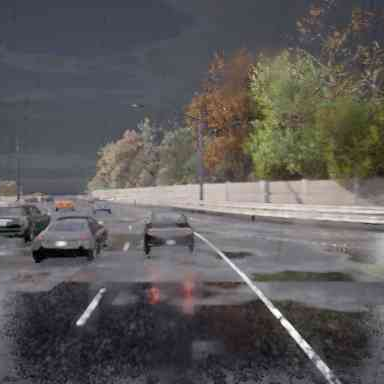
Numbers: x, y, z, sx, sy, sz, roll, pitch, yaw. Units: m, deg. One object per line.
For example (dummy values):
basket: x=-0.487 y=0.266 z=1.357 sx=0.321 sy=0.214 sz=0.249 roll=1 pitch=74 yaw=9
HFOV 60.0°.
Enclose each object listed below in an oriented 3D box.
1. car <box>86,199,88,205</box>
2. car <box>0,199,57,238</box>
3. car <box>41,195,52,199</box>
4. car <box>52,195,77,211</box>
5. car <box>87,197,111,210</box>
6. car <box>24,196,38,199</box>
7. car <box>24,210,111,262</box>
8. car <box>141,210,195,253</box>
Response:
car: x=-17.814 y=1.611 z=60.263 sx=1.837 sy=1.490 sz=4.892 roll=0 pitch=0 yaw=-33
car: x=-8.499 y=1.399 z=16.501 sx=2.097 sy=1.767 sz=4.553 roll=0 pitch=0 yaw=-9
car: x=-31.587 y=1.494 z=72.742 sx=1.837 sy=1.490 sz=4.892 roll=0 pitch=0 yaw=-44
car: x=-16.553 y=1.447 z=43.038 sx=2.097 sy=1.767 sz=4.553 roll=0 pitch=0 yaw=-24
car: x=-10.055 y=1.608 z=36.639 sx=2.033 sy=1.411 sz=5.357 roll=0 pitch=0 yaw=-20
car: x=-34.206 y=1.531 z=70.420 sx=1.812 sy=1.442 sz=4.674 roll=0 pitch=0 yaw=-44
car: x=-4.322 y=1.589 z=12.368 sx=1.994 sy=1.385 sz=4.181 roll=0 pitch=0 yaw=-7
car: x=-1.040 y=1.501 z=13.739 sx=2.128 sy=1.511 sz=4.902 roll=0 pitch=0 yaw=-8
